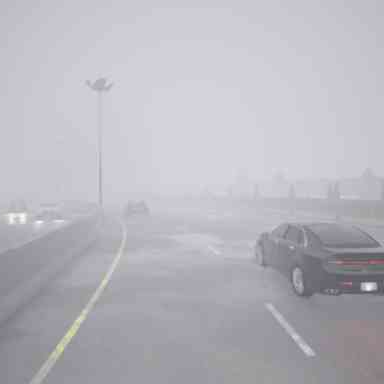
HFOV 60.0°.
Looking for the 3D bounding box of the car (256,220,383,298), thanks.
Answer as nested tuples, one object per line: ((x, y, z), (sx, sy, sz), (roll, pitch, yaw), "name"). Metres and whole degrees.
((3.018, 1.463, 8.449), (1.837, 1.490, 4.892), (0, 0, -5), "car")

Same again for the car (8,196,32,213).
((-19.805, 1.530, 37.974), (2.128, 1.511, 4.902), (-1, 0, -26), "car")

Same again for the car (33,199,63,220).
((-12.087, 1.523, 28.434), (1.812, 1.442, 4.674), (0, 0, -19), "car")

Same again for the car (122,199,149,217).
((-5.204, 1.429, 30.438), (2.128, 1.511, 4.902), (0, 0, -18), "car")

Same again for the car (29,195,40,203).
((-30.837, 1.383, 64.656), (2.097, 1.767, 4.553), (-1, 0, -30), "car")
